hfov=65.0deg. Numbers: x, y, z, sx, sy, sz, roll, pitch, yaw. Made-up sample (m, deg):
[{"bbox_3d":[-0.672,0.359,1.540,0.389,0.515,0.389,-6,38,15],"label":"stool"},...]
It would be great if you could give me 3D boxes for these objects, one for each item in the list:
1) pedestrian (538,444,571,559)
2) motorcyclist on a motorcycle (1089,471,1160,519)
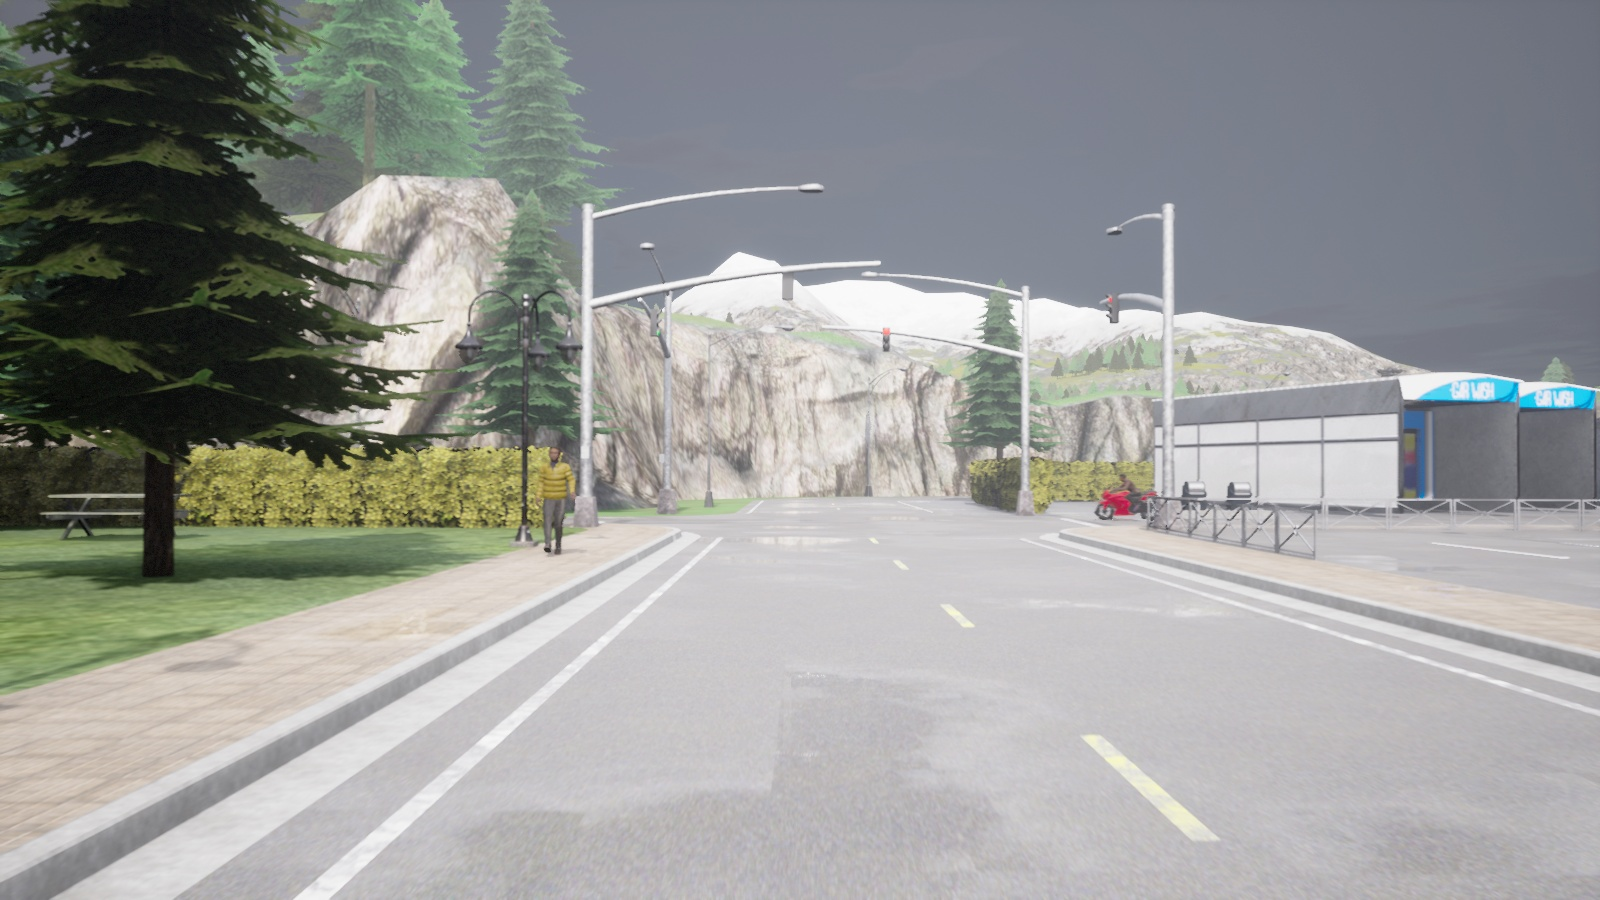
[{"bbox_3d":[-4.020,0.831,20.573,0.431,1.840,0.709,0,-1,-2],"label":"pedestrian"},{"bbox_3d":[10.333,1.426,40.064,2.044,1.523,0.797,0,-1,1],"label":"motorcyclist on a motorcycle"}]
